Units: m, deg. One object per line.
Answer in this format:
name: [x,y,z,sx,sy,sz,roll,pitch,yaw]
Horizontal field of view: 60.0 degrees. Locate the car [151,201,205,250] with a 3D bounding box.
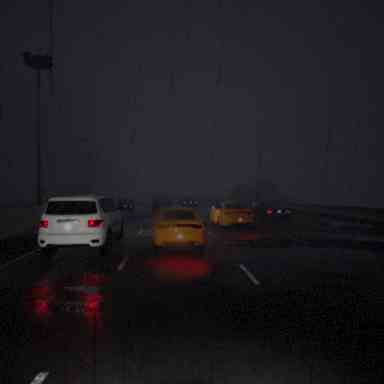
car: [-0.594,1.351,13.840,1.882,1.535,5.008,0,1,-4]

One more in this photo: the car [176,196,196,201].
car: [-0.672,1.194,38.695,2.033,1.411,5.357,0,1,-12]

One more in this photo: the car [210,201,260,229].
car: [2.308,1.288,20.084,1.882,1.535,5.008,0,1,-6]

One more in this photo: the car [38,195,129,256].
car: [-3.994,1.111,12.882,2.150,2.045,5.566,0,1,-4]

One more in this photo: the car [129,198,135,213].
car: [-6.450,1.267,31.942,2.033,1.411,5.357,0,1,-10]

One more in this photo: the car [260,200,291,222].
car: [5.374,1.314,24.244,2.033,1.411,5.357,0,1,-8]

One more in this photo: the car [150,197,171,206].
car: [-2.983,1.188,32.215,1.882,1.535,5.008,0,1,-10]
